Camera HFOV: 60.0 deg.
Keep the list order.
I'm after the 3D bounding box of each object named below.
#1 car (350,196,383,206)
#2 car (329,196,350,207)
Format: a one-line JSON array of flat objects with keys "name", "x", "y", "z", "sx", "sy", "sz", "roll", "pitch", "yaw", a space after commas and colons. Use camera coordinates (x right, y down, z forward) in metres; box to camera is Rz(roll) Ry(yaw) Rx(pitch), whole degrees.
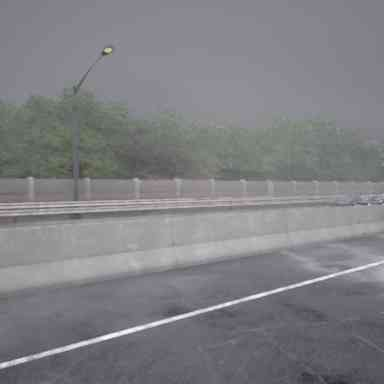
[{"name": "car", "x": 18.491, "y": 1.219, "z": 33.717, "sx": 4.718, "sy": 1.301, "sz": 1.895, "roll": -1, "pitch": 0, "yaw": -34}, {"name": "car", "x": 17.788, "y": 1.144, "z": 37.457, "sx": 5.357, "sy": 1.411, "sz": 2.033, "roll": -1, "pitch": 0, "yaw": -34}]
